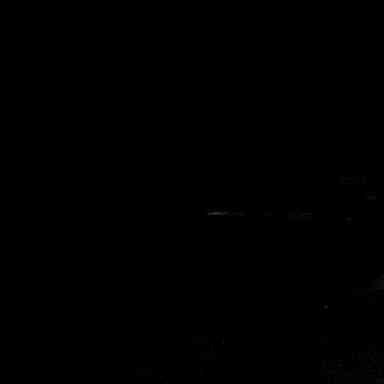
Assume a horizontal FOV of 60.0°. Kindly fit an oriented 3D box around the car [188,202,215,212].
[{"bbox_3d":[1.403,2.175,49.575,1.882,1.535,5.008,-1,0,-36],"label":"car"}]

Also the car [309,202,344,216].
[{"bbox_3d":[15.242,1.835,36.657,1.812,1.442,4.674,-1,0,-36],"label":"car"}]

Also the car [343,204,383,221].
[{"bbox_3d":[16.045,1.855,28.762,1.895,1.301,4.718,-2,0,-31],"label":"car"}]
